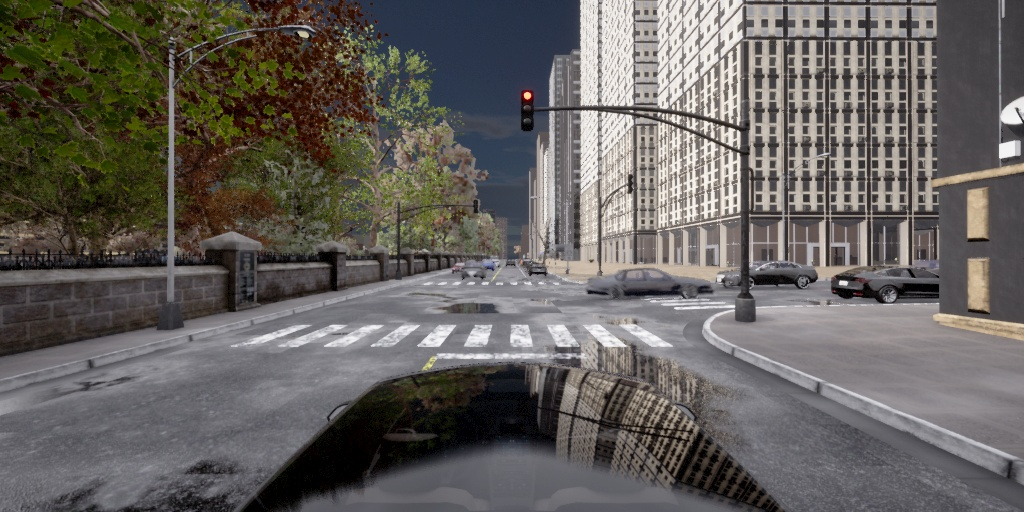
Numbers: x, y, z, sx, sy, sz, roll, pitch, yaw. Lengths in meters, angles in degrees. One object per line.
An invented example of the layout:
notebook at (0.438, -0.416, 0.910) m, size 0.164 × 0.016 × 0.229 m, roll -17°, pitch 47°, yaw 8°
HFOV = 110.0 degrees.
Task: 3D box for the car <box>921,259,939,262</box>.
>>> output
car at (23.470, 0.882, 19.479) m, size 5.357 × 1.411 × 2.033 m, roll -1°, pitch 0°, yaw -1°

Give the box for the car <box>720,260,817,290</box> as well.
car at (13.651, 0.993, 19.384) m, size 4.902 × 1.511 × 2.128 m, roll -1°, pitch 0°, yaw 0°

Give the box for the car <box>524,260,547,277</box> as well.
car at (2.513, 1.331, 36.109) m, size 1.948 × 1.339 × 4.313 m, roll 0°, pitch 0°, yaw 0°

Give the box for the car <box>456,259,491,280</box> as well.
car at (-3.251, 1.253, 31.126) m, size 2.128 × 1.511 × 4.902 m, roll 0°, pitch 0°, yaw 0°

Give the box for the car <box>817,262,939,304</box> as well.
car at (14.627, 1.026, 13.590) m, size 4.313 × 1.339 × 1.948 m, roll 0°, pitch 0°, yaw -1°

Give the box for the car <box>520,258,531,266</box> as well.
car at (2.454, 1.339, 47.374) m, size 1.948 × 1.339 × 4.313 m, roll 0°, pitch 0°, yaw 0°

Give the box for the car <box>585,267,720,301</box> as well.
car at (6.028, 1.227, 16.316) m, size 5.357 × 1.411 × 2.033 m, roll -2°, pitch 0°, yaw 11°

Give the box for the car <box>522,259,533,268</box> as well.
car at (2.483, 1.335, 41.741) m, size 1.948 × 1.339 × 4.313 m, roll 0°, pitch 0°, yaw 0°

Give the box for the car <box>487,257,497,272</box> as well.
car at (-3.337, 1.252, 48.016) m, size 1.882 × 1.535 × 5.008 m, roll 0°, pitch 0°, yaw 0°

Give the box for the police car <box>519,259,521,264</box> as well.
police car at (2.809, 1.218, 64.533) m, size 1.930 × 1.638 × 5.238 m, roll 0°, pitch 0°, yaw 0°

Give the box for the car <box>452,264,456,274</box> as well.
car at (-5.897, 1.351, 41.697) m, size 1.802 × 1.307 × 4.207 m, roll 0°, pitch 0°, yaw 0°

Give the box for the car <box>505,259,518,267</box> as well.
car at (-0.228, 1.299, 65.141) m, size 1.837 × 1.490 × 4.892 m, roll 0°, pitch 0°, yaw 0°
